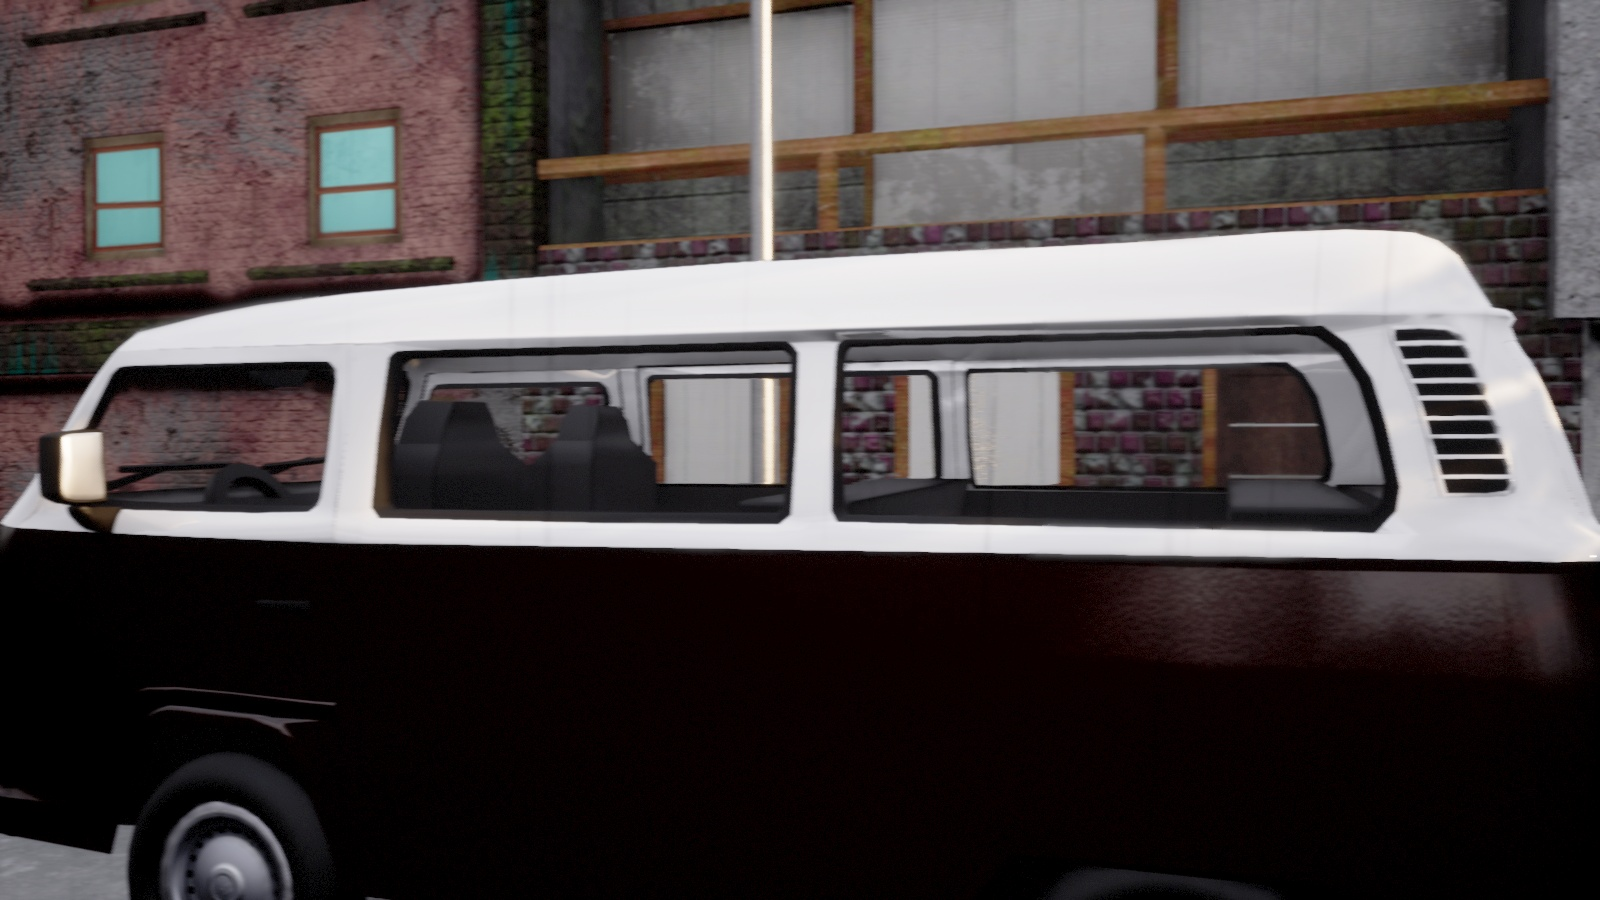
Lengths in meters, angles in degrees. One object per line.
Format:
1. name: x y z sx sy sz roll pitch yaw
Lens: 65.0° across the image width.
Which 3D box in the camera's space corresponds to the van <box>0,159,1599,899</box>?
1. van: -0.255 0.488 3.801 4.480 2.038 2.069 1 1 19
